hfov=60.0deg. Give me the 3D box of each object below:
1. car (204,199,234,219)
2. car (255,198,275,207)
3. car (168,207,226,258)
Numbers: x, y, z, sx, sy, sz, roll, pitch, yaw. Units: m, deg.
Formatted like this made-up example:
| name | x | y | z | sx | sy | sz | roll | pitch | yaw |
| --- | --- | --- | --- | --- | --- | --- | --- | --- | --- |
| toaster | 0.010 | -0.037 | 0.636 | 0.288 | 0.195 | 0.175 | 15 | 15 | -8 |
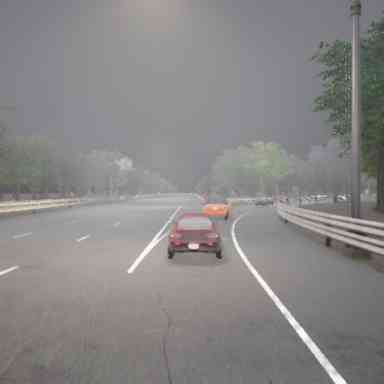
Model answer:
| name | x | y | z | sx | sy | sz | roll | pitch | yaw |
| --- | --- | --- | --- | --- | --- | --- | --- | --- | --- |
| car | 2.349 | 1.339 | 28.695 | 2.097 | 1.767 | 4.553 | 0 | 0 | 13 |
| car | 11.376 | 1.567 | 51.729 | 1.895 | 1.301 | 4.718 | 0 | 0 | 30 |
| car | 0.162 | 1.520 | 12.670 | 1.812 | 1.442 | 4.674 | 0 | 0 | 3 |
